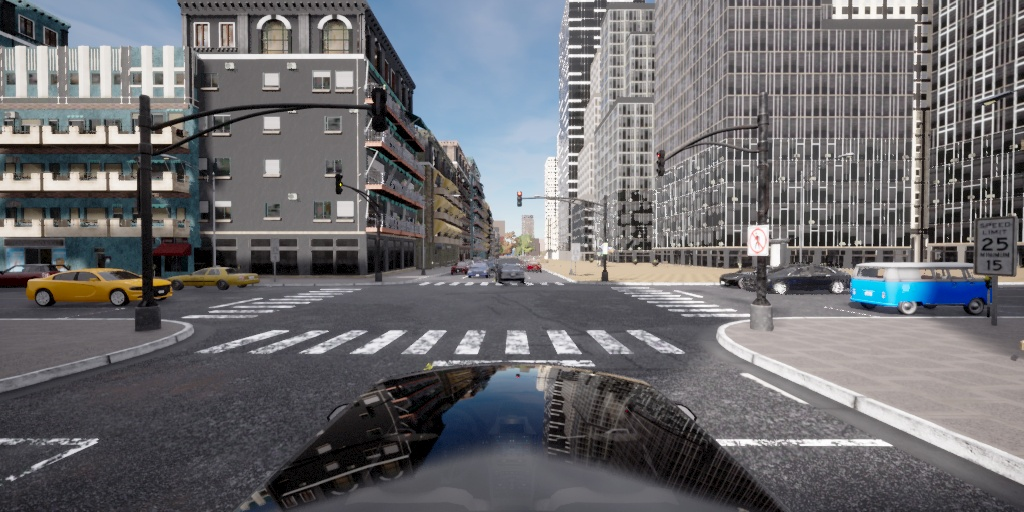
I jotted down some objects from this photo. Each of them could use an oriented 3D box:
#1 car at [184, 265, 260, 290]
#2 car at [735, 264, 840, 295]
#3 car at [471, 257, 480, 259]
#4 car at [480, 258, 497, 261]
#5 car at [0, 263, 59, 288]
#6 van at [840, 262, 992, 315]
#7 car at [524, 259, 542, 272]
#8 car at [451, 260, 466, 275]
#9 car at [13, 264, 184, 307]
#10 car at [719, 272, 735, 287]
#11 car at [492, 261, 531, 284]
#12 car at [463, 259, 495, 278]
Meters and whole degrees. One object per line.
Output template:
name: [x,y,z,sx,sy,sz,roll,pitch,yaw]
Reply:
car: [-17.829,1.247,21.371,4.829,1.417,1.751,0,0,0]
car: [14.827,1.192,18.731,4.892,1.490,1.837,-1,1,0]
car: [-5.571,1.185,45.069,1.967,1.591,4.097,0,0,0]
car: [-2.981,1.309,44.003,1.994,1.385,4.181,0,0,0]
car: [-28.727,1.190,21.384,4.097,1.591,1.967,0,0,0]
van: [14.719,1.117,12.953,3.998,1.789,1.690,0,0,0]
car: [2.776,1.290,45.103,1.888,1.381,4.507,0,0,0]
car: [-5.587,1.290,39.420,1.888,1.381,4.507,0,0,0]
car: [-17.726,1.287,15.567,5.008,1.535,1.882,0,1,0]
car: [14.729,1.216,21.334,4.313,1.339,1.948,0,0,0]
car: [-0.142,1.296,26.608,2.033,1.411,5.357,0,0,-6]
car: [-3.011,1.293,33.970,2.033,1.411,5.357,0,0,0]
